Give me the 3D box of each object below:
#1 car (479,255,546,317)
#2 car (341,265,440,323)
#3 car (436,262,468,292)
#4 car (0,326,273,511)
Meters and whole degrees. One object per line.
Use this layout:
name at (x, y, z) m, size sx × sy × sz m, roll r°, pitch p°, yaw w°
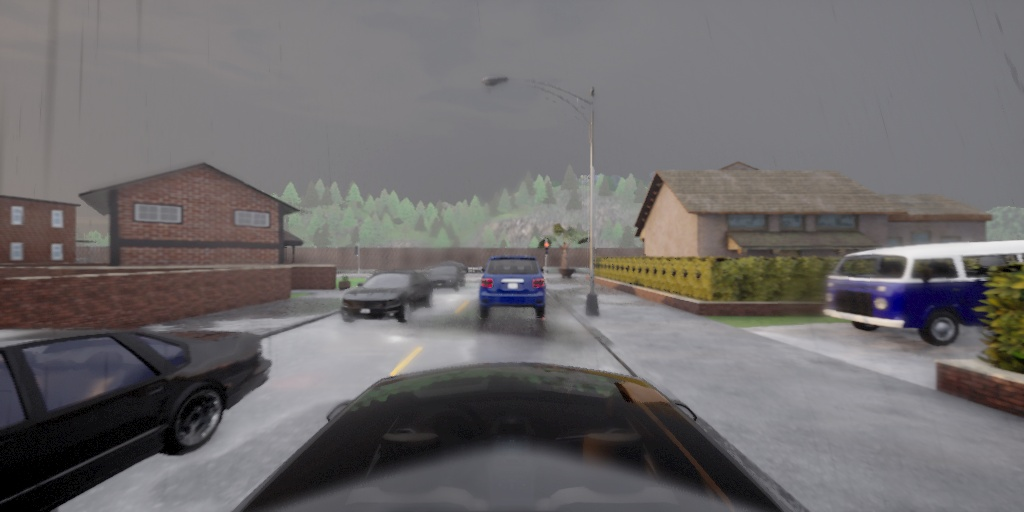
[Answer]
car at (0.033, 1.000, 13.383) m, size 2.150 × 2.045 × 5.566 m, roll 0°, pitch 0°, yaw 0°
car at (-4.050, 1.247, 12.437) m, size 1.882 × 1.535 × 5.008 m, roll 0°, pitch 0°, yaw 0°
car at (-3.940, 1.310, 22.028) m, size 1.837 × 1.490 × 4.892 m, roll 0°, pitch 0°, yaw 0°
car at (-4.102, 1.290, 2.365) m, size 2.033 × 1.411 × 5.357 m, roll 0°, pitch 0°, yaw 0°
